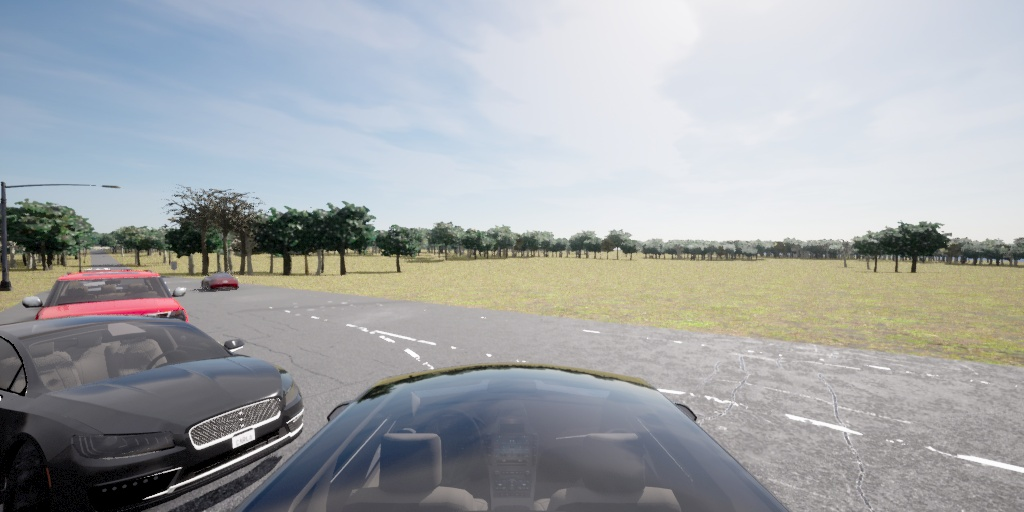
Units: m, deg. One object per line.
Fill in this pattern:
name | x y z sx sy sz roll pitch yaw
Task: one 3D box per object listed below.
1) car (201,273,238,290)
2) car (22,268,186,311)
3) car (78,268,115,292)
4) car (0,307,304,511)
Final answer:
car | -25.627 2.181 31.416 4.181 1.385 1.994 -2 0 40
car | -9.544 1.385 8.565 5.566 2.045 2.150 -2 0 40
car | -39.079 2.185 33.831 5.566 2.045 2.150 -1 0 42
car | -4.593 1.445 3.962 4.892 1.490 1.837 -3 -3 21
